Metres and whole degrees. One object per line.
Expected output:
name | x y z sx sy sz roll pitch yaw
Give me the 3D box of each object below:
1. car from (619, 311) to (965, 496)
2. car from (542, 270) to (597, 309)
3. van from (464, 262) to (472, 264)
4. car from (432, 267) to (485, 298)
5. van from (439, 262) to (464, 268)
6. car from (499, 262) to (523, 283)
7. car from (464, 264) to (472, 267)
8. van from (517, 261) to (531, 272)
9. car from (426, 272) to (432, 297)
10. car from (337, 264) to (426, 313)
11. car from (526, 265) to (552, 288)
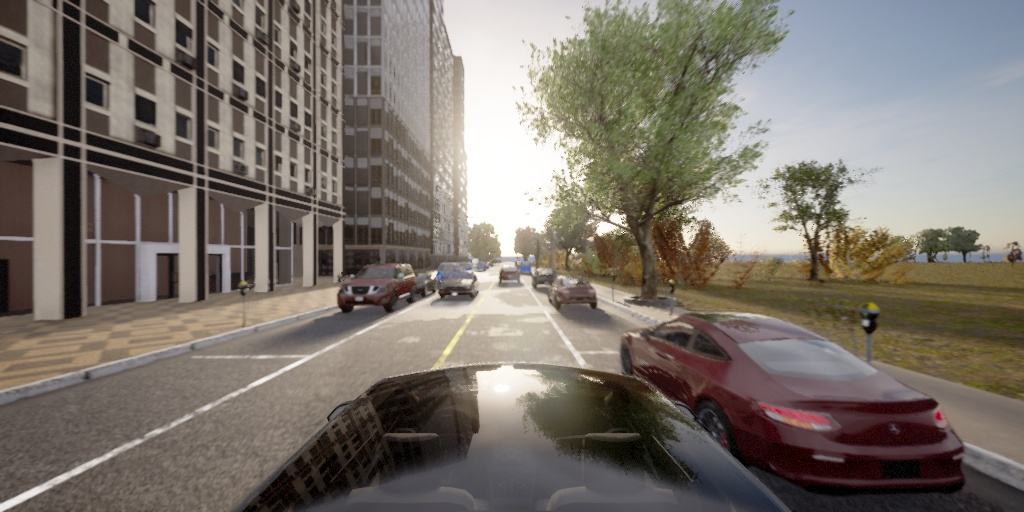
car | 2.695 1.357 4.560 1.802 1.307 4.207 0 0 -1
car | 2.553 1.495 15.643 1.802 1.307 4.207 0 0 -1
van | -5.683 1.630 43.141 1.690 1.789 3.998 0 0 -1
car | -2.905 1.558 20.688 2.033 1.411 5.357 0 -1 -1
van | -5.577 1.491 32.048 1.690 1.789 3.998 0 0 -1
car | -0.210 1.614 32.622 1.882 1.535 5.008 0 -1 0
car | -5.630 1.802 37.594 1.802 1.307 4.207 0 0 -1
van | 2.091 1.741 54.425 1.690 1.789 3.998 0 0 -1
car | -5.520 1.577 20.954 1.948 1.339 4.313 0 0 -1
car | -5.513 1.257 15.407 2.192 1.841 5.009 0 0 -1
car | 2.355 1.603 26.723 2.007 1.370 4.403 0 0 -1
